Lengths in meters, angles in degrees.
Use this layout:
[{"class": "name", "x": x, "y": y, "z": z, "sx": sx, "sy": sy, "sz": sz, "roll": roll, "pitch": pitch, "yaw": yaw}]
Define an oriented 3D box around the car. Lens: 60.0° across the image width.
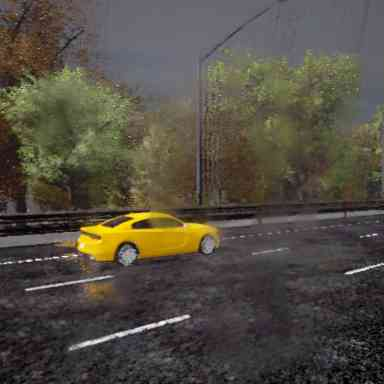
[{"class": "car", "x": -1.290, "y": 1.455, "z": 11.428, "sx": 5.008, "sy": 1.535, "sz": 1.882, "roll": 0, "pitch": 0, "yaw": -36}]
